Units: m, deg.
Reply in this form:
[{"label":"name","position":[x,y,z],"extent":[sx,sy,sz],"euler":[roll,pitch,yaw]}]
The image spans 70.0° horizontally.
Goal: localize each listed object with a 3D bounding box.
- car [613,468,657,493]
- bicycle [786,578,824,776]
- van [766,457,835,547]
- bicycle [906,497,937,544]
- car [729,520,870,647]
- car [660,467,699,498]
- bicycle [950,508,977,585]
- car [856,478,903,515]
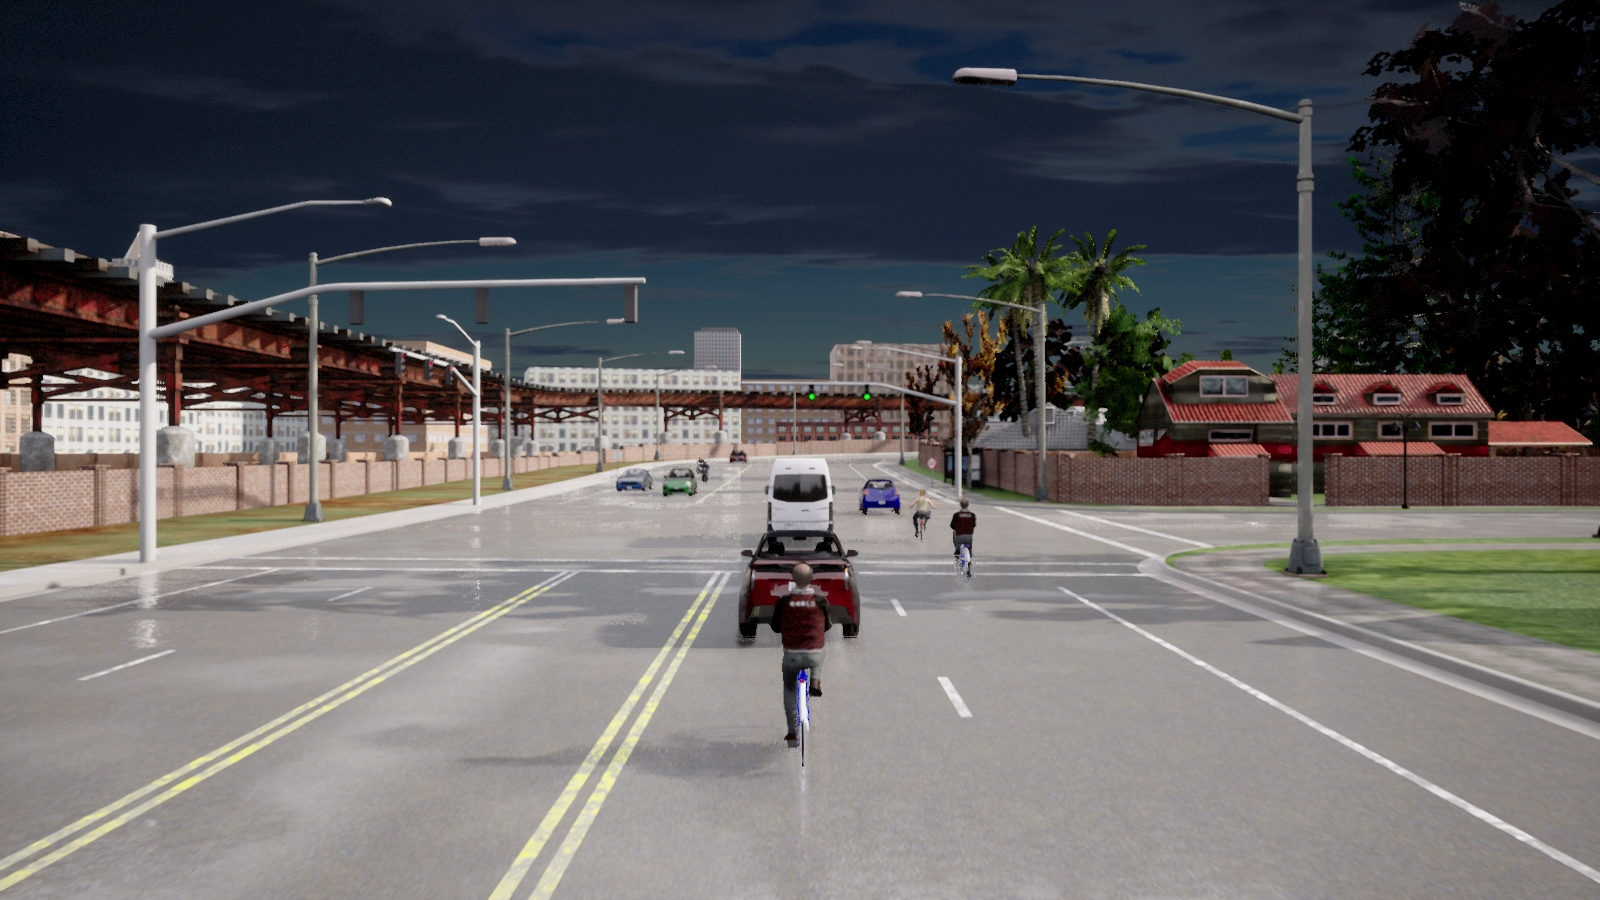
[{"label":"car","position":[-10.499,1.917,72.913],"extent":[2.033,1.411,5.357],"euler":[0,1,0]},{"label":"bicycle","position":[0.038,2.051,10.722],"extent":[0.329,1.496,1.835],"euler":[0,0,0]},{"label":"van","position":[0.015,1.540,36.086],"extent":[1.988,2.561,5.915],"euler":[0,0,0]},{"label":"bicycle","position":[3.732,2.150,35.085],"extent":[0.859,1.301,1.487],"euler":[2,0,8]},{"label":"car","position":[-0.006,2.045,18.522],"extent":[2.007,1.525,4.514],"euler":[0,0,0]},{"label":"car","position":[-6.999,1.878,66.918],"extent":[1.851,1.617,3.988],"euler":[0,1,0]},{"label":"bicycle","position":[3.517,2.054,24.653],"extent":[0.329,1.496,1.835],"euler":[0,0,0]},{"label":"car","position":[3.500,2.022,50.846],"extent":[1.845,1.501,3.633],"euler":[0,0,0]}]
